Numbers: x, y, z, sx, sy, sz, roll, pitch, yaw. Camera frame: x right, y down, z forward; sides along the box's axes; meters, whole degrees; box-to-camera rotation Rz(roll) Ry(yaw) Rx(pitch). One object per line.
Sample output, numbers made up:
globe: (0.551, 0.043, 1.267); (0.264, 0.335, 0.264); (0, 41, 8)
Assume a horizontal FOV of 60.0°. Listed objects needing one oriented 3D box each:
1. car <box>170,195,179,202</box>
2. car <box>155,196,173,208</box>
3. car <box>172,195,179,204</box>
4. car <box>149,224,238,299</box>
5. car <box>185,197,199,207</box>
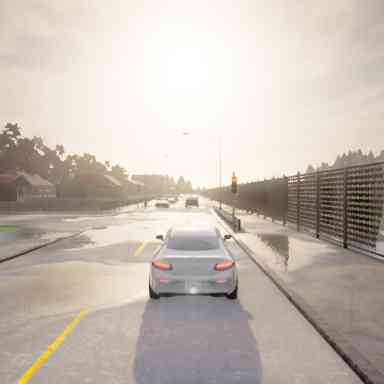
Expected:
car: (-4.176, 1.455, 79.020); (1.882, 1.535, 5.008); (0, 0, 0)
car: (-4.201, 1.540, 47.717); (2.033, 1.411, 5.357); (0, 0, 0)
car: (-4.191, 1.538, 63.392); (2.033, 1.411, 5.357); (0, 0, 0)
car: (0.036, 1.524, 8.307); (1.812, 1.442, 4.674); (0, 0, 0)
car: (-0.013, 1.470, 51.679); (1.882, 1.535, 5.008); (0, 0, 0)
